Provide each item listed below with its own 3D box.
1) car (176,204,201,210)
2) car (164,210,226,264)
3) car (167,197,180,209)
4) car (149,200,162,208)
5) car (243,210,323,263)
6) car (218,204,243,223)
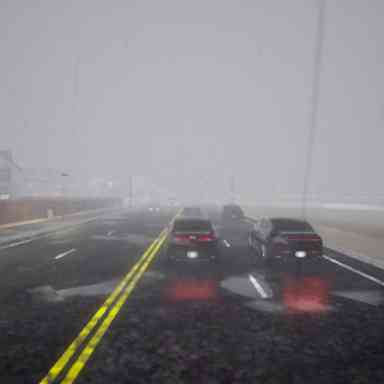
[{"bbox_3d":[0.010,1.812,25.187,2.033,1.411,5.357,0,-1,0],"label":"car"},{"bbox_3d":[0.036,1.631,12.213,1.837,1.490,4.892,0,-1,0],"label":"car"},{"bbox_3d":[-3.297,1.873,59.491,2.150,2.045,5.566,0,-1,0],"label":"car"},{"bbox_3d":[-6.539,2.206,60.236,2.033,1.411,5.357,0,-1,0],"label":"car"},{"bbox_3d":[3.289,1.635,12.433,1.837,1.490,4.892,0,0,0],"label":"car"},{"bbox_3d":[3.293,1.779,28.548,1.882,1.535,5.008,0,0,0],"label":"car"}]
